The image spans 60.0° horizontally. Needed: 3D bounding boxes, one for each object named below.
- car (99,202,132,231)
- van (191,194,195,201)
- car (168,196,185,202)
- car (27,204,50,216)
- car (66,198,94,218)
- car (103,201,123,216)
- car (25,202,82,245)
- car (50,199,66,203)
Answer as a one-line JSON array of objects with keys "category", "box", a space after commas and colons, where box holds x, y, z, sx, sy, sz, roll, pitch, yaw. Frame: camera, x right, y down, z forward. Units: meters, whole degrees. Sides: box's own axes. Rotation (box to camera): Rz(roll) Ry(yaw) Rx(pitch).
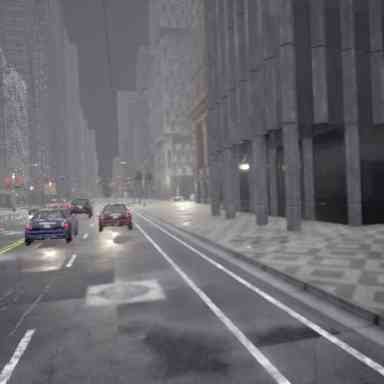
[{"category": "car", "box": [-5.261, 1.574, 22.735, 2.097, 1.767, 4.553, -2, 0, -14]}, {"category": "van", "box": [1.585, 1.326, 83.878, 3.998, 1.788, 1.690, -2, 0, -14]}, {"category": "car", "box": [-3.860, 1.749, 82.544, 4.403, 1.369, 2.008, -2, 0, -14]}, {"category": "car", "box": [-21.305, 2.412, 46.323, 1.994, 1.385, 4.181, -2, 0, -14]}, {"category": "car", "box": [-11.910, 1.707, 36.099, 2.150, 2.045, 5.566, -2, 0, -14]}, {"category": "car", "box": [-9.197, 1.879, 38.623, 2.128, 1.511, 4.902, -2, 0, -14]}, {"category": "car", "box": [-7.332, 1.646, 17.723, 2.097, 1.767, 4.553, -2, 0, -14]}, {"category": "car", "box": [-16.991, 1.906, 42.276, 2.150, 2.045, 5.566, -2, 0, -14]}]
